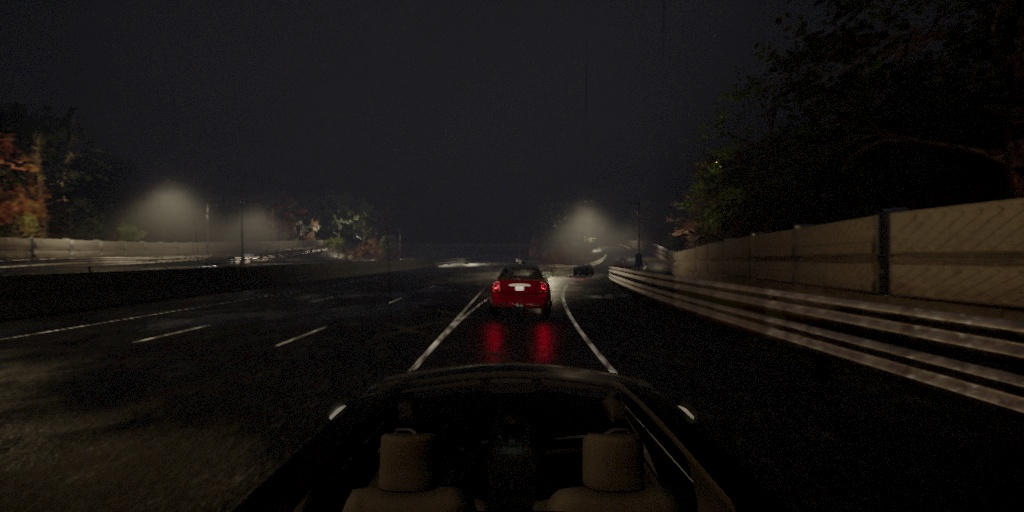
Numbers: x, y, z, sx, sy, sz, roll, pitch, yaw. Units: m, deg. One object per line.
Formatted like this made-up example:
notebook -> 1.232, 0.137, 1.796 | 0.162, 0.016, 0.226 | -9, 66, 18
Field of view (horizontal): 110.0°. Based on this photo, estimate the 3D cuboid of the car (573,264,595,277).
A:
car -> 9.174, 1.811, 45.456 | 2.128, 1.511, 4.902 | 0, -1, 25

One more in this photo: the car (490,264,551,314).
car -> 0.442, 1.108, 14.107 | 2.097, 1.767, 4.553 | 0, 0, 5
